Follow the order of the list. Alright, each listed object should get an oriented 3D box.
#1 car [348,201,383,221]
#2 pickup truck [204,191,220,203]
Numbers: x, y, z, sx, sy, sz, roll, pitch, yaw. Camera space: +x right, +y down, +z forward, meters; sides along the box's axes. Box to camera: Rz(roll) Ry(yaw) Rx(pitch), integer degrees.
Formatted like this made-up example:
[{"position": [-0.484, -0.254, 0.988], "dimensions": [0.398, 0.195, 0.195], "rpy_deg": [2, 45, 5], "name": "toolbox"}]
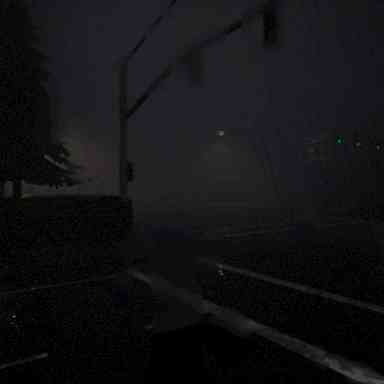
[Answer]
[{"position": [13.806, 1.391, 23.945], "dimensions": [1.837, 1.490, 4.892], "rpy_deg": [0, 0, -36], "name": "car"}, {"position": [3.749, 0.894, 60.000], "dimensions": [2.390, 2.098, 6.274], "rpy_deg": [0, 0, -6], "name": "pickup truck"}]
